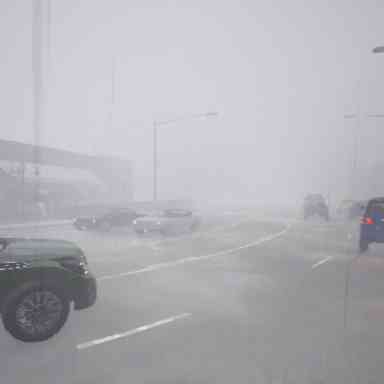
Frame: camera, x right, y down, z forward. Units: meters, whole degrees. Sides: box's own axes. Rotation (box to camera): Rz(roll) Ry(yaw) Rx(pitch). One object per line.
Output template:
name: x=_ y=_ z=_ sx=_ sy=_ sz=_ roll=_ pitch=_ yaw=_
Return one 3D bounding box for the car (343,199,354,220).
car: x=14.114 y=1.478 z=27.902 sx=1.882 sy=1.535 sz=5.008 roll=0 pitch=0 yaw=20

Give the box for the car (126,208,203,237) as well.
car: x=-1.243 y=1.601 z=18.442 sx=1.895 sy=1.301 sz=4.718 roll=0 pitch=0 yaw=29

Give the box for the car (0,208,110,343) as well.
car: x=-4.306 y=1.219 z=4.805 sx=5.566 sy=2.045 sz=2.150 roll=0 pitch=0 yaw=-35

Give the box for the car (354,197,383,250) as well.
car: x=8.288 y=1.222 z=13.859 sx=2.150 sy=2.045 sz=5.566 roll=0 pitch=0 yaw=30

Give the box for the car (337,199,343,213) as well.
car: x=17.262 y=1.478 z=36.901 sx=1.882 sy=1.535 sz=5.008 roll=0 pitch=0 yaw=20

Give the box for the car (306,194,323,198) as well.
car: x=13.645 y=1.221 z=37.168 sx=2.150 sy=2.045 sz=5.566 roll=0 pitch=0 yaw=20

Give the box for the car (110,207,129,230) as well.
car: x=-4.698 y=1.601 z=19.726 sx=1.895 sy=1.301 sz=4.718 roll=0 pitch=0 yaw=30

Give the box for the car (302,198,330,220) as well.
car: x=10.349 y=1.502 z=27.795 sx=1.837 sy=1.490 sz=4.892 roll=0 pitch=-1 yaw=20
